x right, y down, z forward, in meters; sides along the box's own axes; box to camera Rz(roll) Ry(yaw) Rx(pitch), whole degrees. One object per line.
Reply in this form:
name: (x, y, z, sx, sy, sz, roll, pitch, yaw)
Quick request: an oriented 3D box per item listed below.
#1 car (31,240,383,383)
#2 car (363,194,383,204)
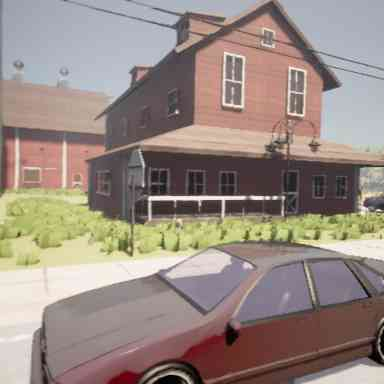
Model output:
car: (0.898, 1.405, 4.307, 5.357, 1.411, 2.033, 0, 2, -26)
car: (15.723, 0.936, 25.610, 2.128, 1.511, 4.902, 0, 2, -26)
